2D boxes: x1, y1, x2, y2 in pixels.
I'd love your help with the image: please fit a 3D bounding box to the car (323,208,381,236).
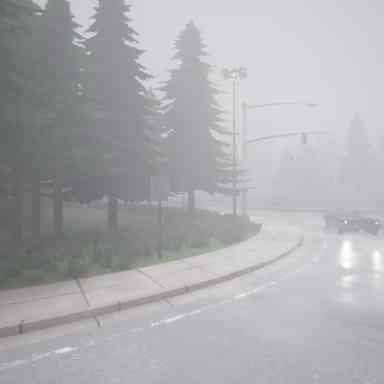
[{"bbox_3d":[8.795,1.600,18.643,1.895,1.301,4.718,0,0,10],"label":"car"}]
